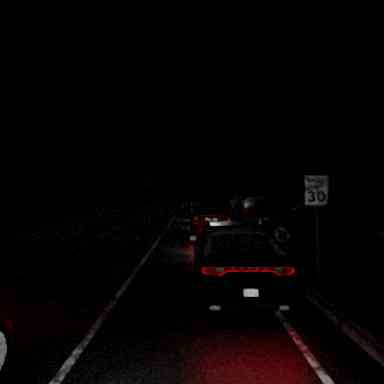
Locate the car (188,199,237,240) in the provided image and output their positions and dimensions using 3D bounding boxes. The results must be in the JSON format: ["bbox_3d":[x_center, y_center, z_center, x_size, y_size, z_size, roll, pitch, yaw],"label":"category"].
[{"bbox_3d":[0.969,1.439,17.939,2.097,1.767,4.553,0,0,0],"label":"car"}]

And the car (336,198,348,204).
[{"bbox_3d":[18.747,1.683,35.986,4.792,1.488,2.163,0,0,0],"label":"car"}]

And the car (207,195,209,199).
[{"bbox_3d":[5.653,1.641,60.527,4.674,1.452,2.002,0,0,0],"label":"car"}]

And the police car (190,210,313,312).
[{"bbox_3d":[0.972,1.469,8.066,1.930,1.638,5.238,0,0,0],"label":"police car"}]

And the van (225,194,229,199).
[{"bbox_3d":[5.819,1.416,32.488,4.442,1.987,1.878,0,0,0],"label":"van"}]

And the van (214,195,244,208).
[{"bbox_3d":[5.786,1.399,52.117,4.442,1.987,1.878,0,0,0],"label":"van"}]

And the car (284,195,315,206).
[{"bbox_3d":[18.770,1.483,58.200,4.553,1.767,2.185,0,0,0],"label":"car"}]

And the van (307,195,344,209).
[{"bbox_3d":[18.874,1.415,47.097,4.442,1.987,1.878,0,0,0],"label":"van"}]

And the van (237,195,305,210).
[{"bbox_3d":[5.833,1.381,24.076,4.442,1.987,1.878,0,0,0],"label":"van"}]

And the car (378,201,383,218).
[{"bbox_3d":[18.784,1.626,27.659,4.892,1.521,2.231,0,0,0],"label":"car"}]

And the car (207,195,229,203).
[{"bbox_3d":[5.605,1.442,71.740,4.553,1.767,2.185,0,0,0],"label":"car"}]

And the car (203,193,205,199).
[{"bbox_3d":[5.617,1.333,66.133,5.566,2.045,2.435,0,0,0],"label":"car"}]

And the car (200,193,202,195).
[{"bbox_3d":[5.784,1.499,94.167,5.366,1.575,1.946,0,0,0],"label":"car"}]

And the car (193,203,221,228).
[{"bbox_3d":[0.967,1.615,23.976,1.837,1.490,4.892,0,0,0],"label":"car"}]

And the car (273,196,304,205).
[{"bbox_3d":[18.544,1.589,63.750,5.366,1.575,1.946,0,0,0],"label":"car"}]

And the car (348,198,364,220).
[{"bbox_3d":[18.965,1.642,33.214,5.366,1.575,1.946,0,0,0],"label":"car"}]

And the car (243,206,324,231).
[{"bbox_3d":[5.724,1.633,21.272,4.674,1.452,2.002,0,0,0],"label":"car"}]

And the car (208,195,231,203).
[{"bbox_3d":[5.610,1.450,68.937,4.553,1.767,2.185,0,0,0],"label":"car"}]

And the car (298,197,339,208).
[{"bbox_3d":[18.939,1.630,49.872,5.366,1.575,1.946,0,0,0],"label":"car"}]

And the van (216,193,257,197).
[{"bbox_3d":[5.800,1.424,43.709,4.442,1.987,1.878,0,0,0],"label":"van"}]

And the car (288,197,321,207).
[{"bbox_3d":[18.715,1.646,55.423,4.792,1.488,2.163,0,0,0],"label":"car"}]

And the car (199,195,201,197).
[{"bbox_3d":[-0.018,1.619,57.796,2.128,1.511,4.902,0,0,0],"label":"car"}]

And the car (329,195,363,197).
[{"bbox_3d":[18.738,1.401,41.543,5.566,2.045,2.435,0,0,0],"label":"car"}]

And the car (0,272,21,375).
[{"bbox_3d":[-3.251,1.493,2.467,1.882,1.535,5.008,0,0,0],"label":"car"}]

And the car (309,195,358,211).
[{"bbox_3d":[18.791,1.397,44.320,5.566,2.045,2.435,0,0,0],"label":"car"}]

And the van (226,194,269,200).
[{"bbox_3d":[5.590,1.407,29.686,4.442,1.987,1.878,0,0,0],"label":"van"}]

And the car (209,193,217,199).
[{"bbox_3d":[5.651,1.390,46.509,5.566,2.045,2.435,0,0,0],"label":"car"}]

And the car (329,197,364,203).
[{"bbox_3d":[18.800,1.683,38.769,4.792,1.488,2.163,0,0,0],"label":"car"}]

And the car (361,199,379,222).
[{"bbox_3d":[18.780,1.636,30.437,5.008,1.535,2.097,0,0,0],"label":"car"}]

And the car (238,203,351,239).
[{"bbox_3d":[5.541,1.576,18.469,5.366,1.575,1.946,0,0,0],"label":"car"}]

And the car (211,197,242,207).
[{"bbox_3d":[5.658,1.618,54.921,4.892,1.521,2.231,0,0,0],"label":"car"}]

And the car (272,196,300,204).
[{"bbox_3d":[18.731,1.585,66.527,4.892,1.521,2.231,0,0,0],"label":"car"}]

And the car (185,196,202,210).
[{"bbox_3d":[0.002,1.688,44.649,2.033,1.411,5.357,0,0,1],"label":"car"}]

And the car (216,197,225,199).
[{"bbox_3d":[5.695,1.652,40.902,4.892,1.521,2.231,0,0,0],"label":"car"}]

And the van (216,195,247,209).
[{"bbox_3d":[5.791,1.408,49.314,4.442,1.987,1.878,0,0,0],"label":"van"}]

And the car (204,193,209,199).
[{"bbox_3d":[5.622,1.341,63.330,5.566,2.045,2.435,0,0,0],"label":"car"}]
